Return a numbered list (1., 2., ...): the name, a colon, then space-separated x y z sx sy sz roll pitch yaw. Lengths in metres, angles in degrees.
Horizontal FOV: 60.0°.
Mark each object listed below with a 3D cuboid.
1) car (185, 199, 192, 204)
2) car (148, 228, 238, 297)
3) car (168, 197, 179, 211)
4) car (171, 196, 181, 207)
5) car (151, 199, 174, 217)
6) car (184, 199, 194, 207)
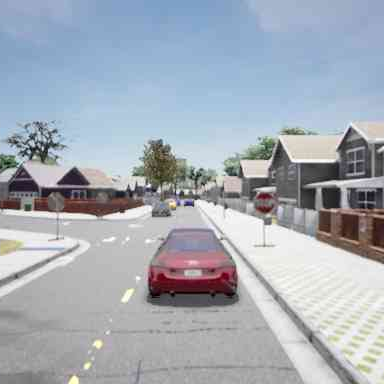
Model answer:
1. car: -0.849 2.454 86.832 1.895 1.301 4.718 0 -1 -1
2. car: 0.007 1.633 8.793 1.994 1.385 4.181 0 0 0
3. car: -3.315 1.909 49.433 1.882 1.535 5.008 0 0 0
4. car: -3.412 1.825 65.465 2.150 2.045 5.566 0 -1 0
5. car: -3.180 1.797 35.193 1.837 1.490 4.892 0 0 0
6. car: -0.532 2.073 65.020 1.882 1.535 5.008 0 -1 -1
